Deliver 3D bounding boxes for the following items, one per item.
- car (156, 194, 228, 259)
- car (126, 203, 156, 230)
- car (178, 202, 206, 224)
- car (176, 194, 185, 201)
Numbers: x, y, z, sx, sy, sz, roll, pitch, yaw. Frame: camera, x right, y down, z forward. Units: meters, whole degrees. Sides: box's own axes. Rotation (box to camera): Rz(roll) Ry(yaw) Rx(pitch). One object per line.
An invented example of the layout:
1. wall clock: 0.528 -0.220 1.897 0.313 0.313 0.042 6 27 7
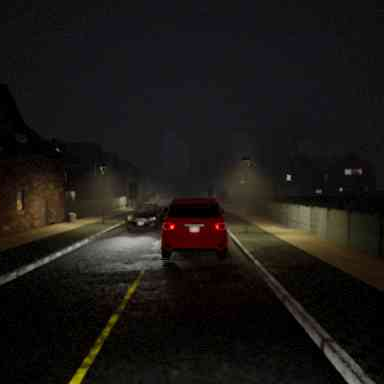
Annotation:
1. car: 0.070 1.218 12.655 2.150 2.045 5.566 0 0 0
2. car: -2.848 1.488 20.862 2.128 1.511 4.902 0 0 0
3. car: 0.049 1.559 25.662 1.994 1.385 4.181 0 0 1
4. car: -2.802 1.357 83.948 2.097 1.767 4.553 0 0 0
